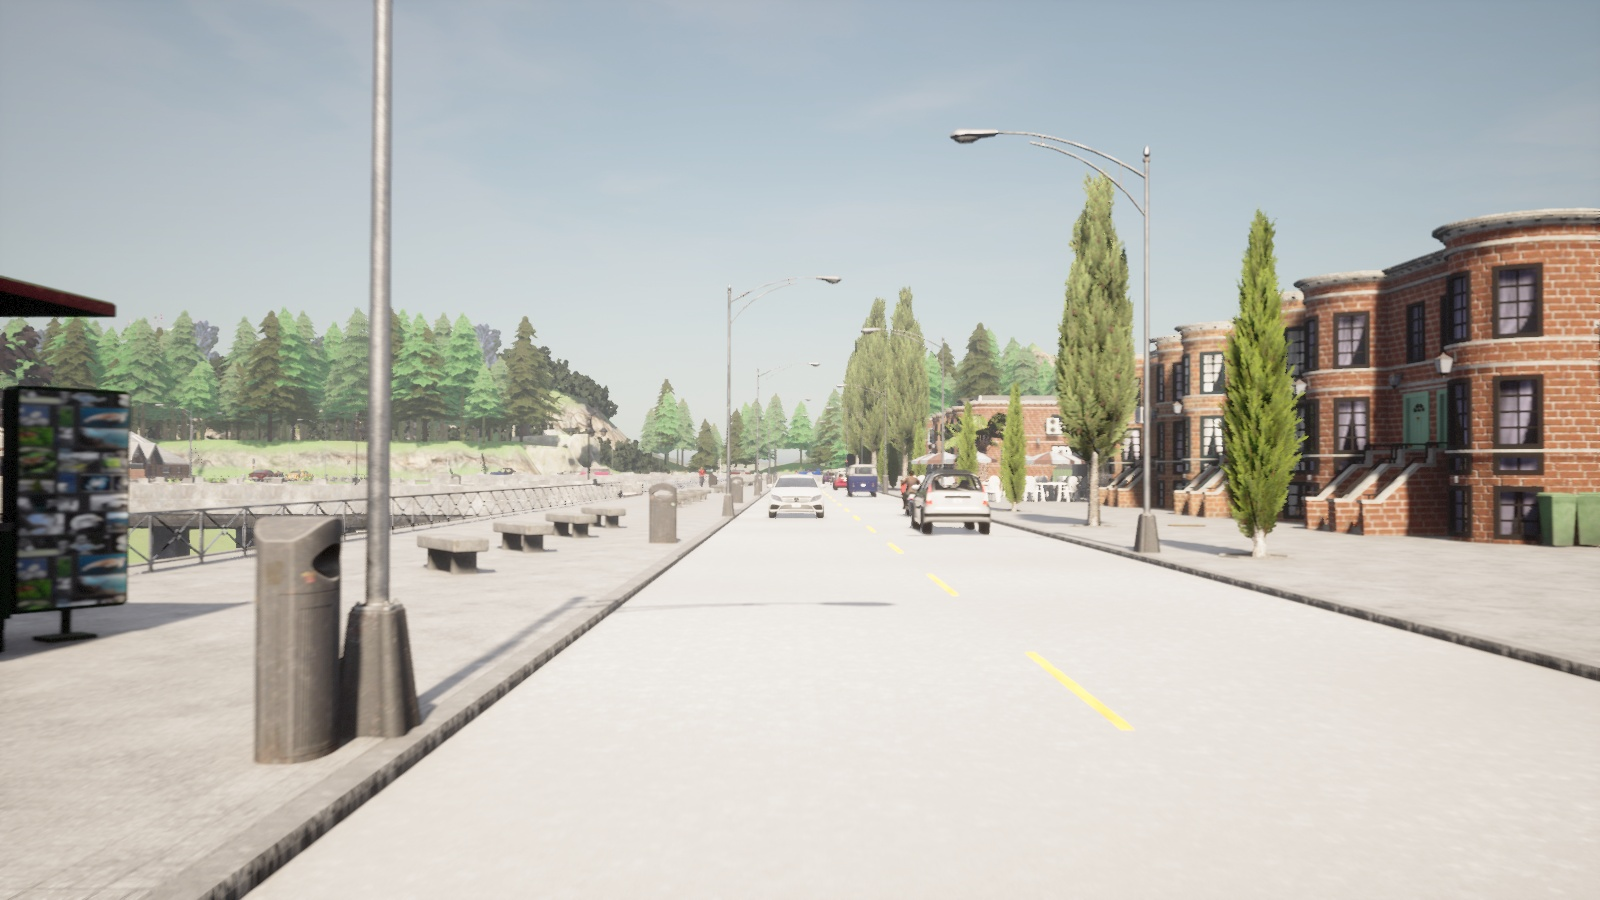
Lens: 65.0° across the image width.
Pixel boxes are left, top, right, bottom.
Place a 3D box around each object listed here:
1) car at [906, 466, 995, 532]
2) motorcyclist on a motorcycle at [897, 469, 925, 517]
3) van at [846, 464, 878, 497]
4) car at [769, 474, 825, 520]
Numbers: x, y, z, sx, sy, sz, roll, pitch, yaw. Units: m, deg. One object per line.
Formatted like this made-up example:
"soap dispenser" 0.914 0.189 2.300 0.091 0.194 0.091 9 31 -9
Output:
"car" 3.913 1.253 33.178 1.851 1.617 3.988 0 -1 0
"motorcyclist on a motorcycle" 3.885 1.488 44.099 0.766 1.649 2.350 0 -1 0
"van" 3.798 1.849 77.488 1.775 1.987 4.442 0 -1 0
"car" -0.110 1.557 42.778 1.812 1.442 4.674 0 -1 0
